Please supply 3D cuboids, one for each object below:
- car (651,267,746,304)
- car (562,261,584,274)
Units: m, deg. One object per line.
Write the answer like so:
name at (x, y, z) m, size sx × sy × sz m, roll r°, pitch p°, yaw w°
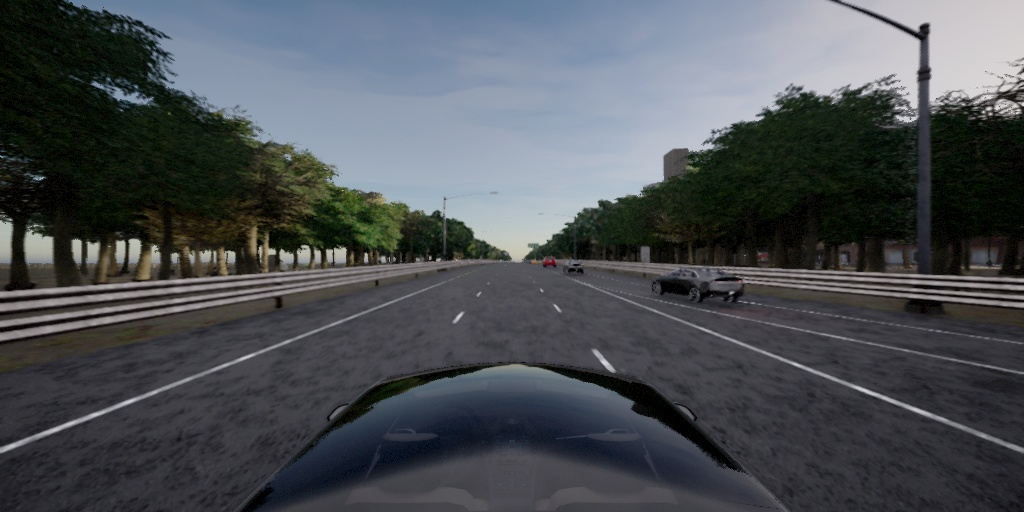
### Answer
car at (8.419, 1.273, 16.741) m, size 2.128 × 1.511 × 4.902 m, roll 0°, pitch 0°, yaw -9°
car at (7.005, 1.298, 41.411) m, size 1.837 × 1.490 × 4.892 m, roll 0°, pitch 0°, yaw 0°
